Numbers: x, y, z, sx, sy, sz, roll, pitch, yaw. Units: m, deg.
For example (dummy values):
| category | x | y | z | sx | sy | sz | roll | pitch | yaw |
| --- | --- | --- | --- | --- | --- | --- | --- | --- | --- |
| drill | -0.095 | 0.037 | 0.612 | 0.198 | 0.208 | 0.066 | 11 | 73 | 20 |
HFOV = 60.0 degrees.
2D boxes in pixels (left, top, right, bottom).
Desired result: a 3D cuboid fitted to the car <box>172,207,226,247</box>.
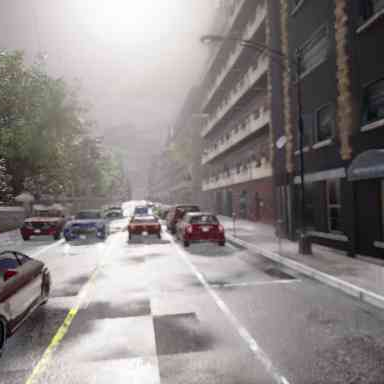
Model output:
| category | x | y | z | sx | sy | sz | roll | pitch | yaw |
| --- | --- | --- | --- | --- | --- | --- | --- | --- | --- |
| car | 0.303 | 1.712 | 16.511 | 1.967 | 1.590 | 4.097 | 0 | -1 | -9 |

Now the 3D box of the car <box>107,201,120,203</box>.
| category | x | y | z | sx | sy | sz | roll | pitch | yaw |
| --- | --- | --- | --- | --- | --- | --- | --- | --- | --- |
| car | -15.737 | 2.819 | 64.291 | 2.192 | 1.841 | 5.009 | 0 | -1 | -9 |

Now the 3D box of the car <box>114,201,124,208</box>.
| category | x | y | z | sx | sy | sz | roll | pitch | yaw |
| --- | --- | --- | --- | --- | --- | --- | --- | --- | --- |
| car | -20.052 | 3.410 | 91.563 | 2.192 | 1.841 | 5.009 | 0 | -1 | -9 |

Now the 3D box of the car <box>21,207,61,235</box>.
| category | x | y | z | sx | sy | sz | roll | pitch | yaw |
| --- | --- | --- | --- | --- | --- | --- | --- | --- | --- |
| car | -8.835 | 1.874 | 20.655 | 2.192 | 1.841 | 5.009 | 0 | -1 | -9 |

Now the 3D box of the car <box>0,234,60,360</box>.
| category | x | y | z | sx | sy | sz | roll | pitch | yaw |
| --- | --- | --- | --- | --- | --- | --- | --- | --- | --- |
| car | -3.864 | 1.739 | 5.700 | 1.994 | 1.385 | 4.181 | -1 | -1 | -9 |

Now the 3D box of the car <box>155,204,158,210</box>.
| category | x | y | z | sx | sy | sz | roll | pitch | yaw |
| --- | --- | --- | --- | --- | --- | --- | --- | --- | --- |
| car | -3.440 | 2.361 | 43.015 | 1.812 | 1.442 | 4.674 | -1 | -1 | -9 |

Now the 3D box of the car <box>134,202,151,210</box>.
| category | x | y | z | sx | sy | sz | roll | pitch | yaw |
| --- | --- | --- | --- | --- | --- | --- | --- | --- | --- |
| car | -6.992 | 2.447 | 45.903 | 1.882 | 1.535 | 5.008 | -1 | -1 | -9 |

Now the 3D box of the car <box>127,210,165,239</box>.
| category | x | y | z | sx | sy | sz | roll | pitch | yaw |
| --- | --- | --- | --- | --- | --- | --- | --- | --- | --- |
| car | -2.936 | 2.018 | 20.396 | 1.895 | 1.301 | 4.718 | -1 | -1 | -9 |

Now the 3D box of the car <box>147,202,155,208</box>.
| category | x | y | z | sx | sy | sz | roll | pitch | yaw |
| --- | --- | --- | --- | --- | --- | --- | --- | --- | --- |
| car | -10.913 | 3.373 | 87.416 | 1.947 | 1.339 | 4.313 | 0 | -1 | -9 |

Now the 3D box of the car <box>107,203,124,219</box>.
| category | x | y | z | sx | sy | sz | roll | pitch | yaw |
| --- | --- | --- | --- | --- | --- | --- | --- | --- | --- |
| car | -9.156 | 2.435 | 39.799 | 1.837 | 1.490 | 4.892 | -1 | -1 | -9 |

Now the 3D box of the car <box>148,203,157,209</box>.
| category | x | y | z | sx | sy | sz | roll | pitch | yaw |
| --- | --- | --- | --- | --- | --- | --- | --- | --- | --- |
| car | -9.188 | 3.137 | 76.506 | 1.947 | 1.339 | 4.313 | 0 | -1 | -9 |

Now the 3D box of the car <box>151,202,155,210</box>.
| category | x | y | z | sx | sy | sz | roll | pitch | yaw |
| --- | --- | --- | --- | --- | --- | --- | --- | --- | --- |
| car | -5.763 | 2.627 | 54.857 | 1.752 | 1.417 | 4.829 | 0 | -1 | -9 |

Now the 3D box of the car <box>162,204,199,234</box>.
| category | x | y | z | sx | sy | sz | roll | pitch | yaw |
| --- | --- | --- | --- | --- | --- | --- | --- | --- | --- |
| car | -0.561 | 1.705 | 21.967 | 2.192 | 1.841 | 5.009 | 0 | -1 | -9 |

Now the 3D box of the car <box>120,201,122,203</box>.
| category | x | y | z | sx | sy | sz | roll | pitch | yaw |
| --- | --- | --- | --- | --- | --- | --- | --- | --- | --- |
| car | -18.325 | 3.424 | 80.648 | 1.947 | 1.339 | 4.313 | 0 | -1 | -9 |

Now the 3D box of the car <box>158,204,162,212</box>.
| category | x | y | z | sx | sy | sz | roll | pitch | yaw |
| --- | --- | --- | --- | --- | --- | --- | --- | --- | --- |
| car | -2.349 | 2.189 | 36.102 | 1.837 | 1.490 | 4.892 | -1 | -1 | -9 |

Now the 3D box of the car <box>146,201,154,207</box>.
| category | x | y | z | sx | sy | sz | roll | pitch | yaw |
| --- | --- | --- | --- | --- | --- | --- | --- | --- | --- |
| car | -11.776 | 3.365 | 92.872 | 1.967 | 1.590 | 4.097 | 0 | -1 | -9 |

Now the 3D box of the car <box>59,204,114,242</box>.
| category | x | y | z | sx | sy | sz | roll | pitch | yaw |
| --- | --- | --- | --- | --- | --- | --- | --- | --- | --- |
| car | -6.069 | 1.828 | 19.657 | 2.097 | 1.767 | 4.553 | -1 | -1 | -9 |
